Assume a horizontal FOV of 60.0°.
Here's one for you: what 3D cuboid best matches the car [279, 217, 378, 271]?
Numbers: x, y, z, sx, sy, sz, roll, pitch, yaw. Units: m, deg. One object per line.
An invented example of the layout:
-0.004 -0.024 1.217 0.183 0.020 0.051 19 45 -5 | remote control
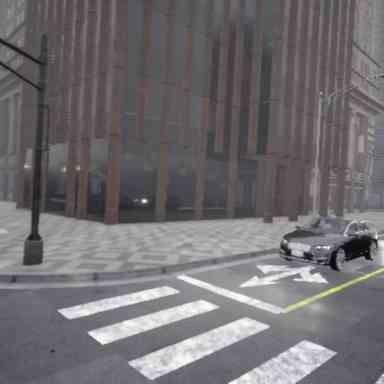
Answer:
4.936 1.644 11.664 4.902 1.511 2.128 2 1 -44 | car
